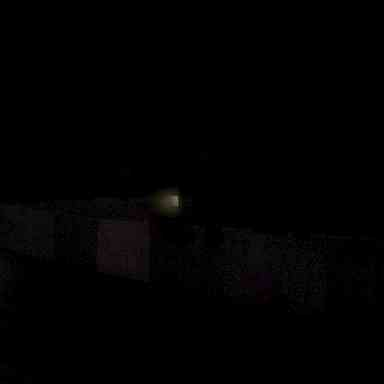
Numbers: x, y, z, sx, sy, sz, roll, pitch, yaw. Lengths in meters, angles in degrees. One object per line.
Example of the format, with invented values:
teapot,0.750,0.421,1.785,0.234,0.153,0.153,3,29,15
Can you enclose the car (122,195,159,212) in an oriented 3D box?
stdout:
car,-5.128,1.149,30.626,2.097,1.767,4.553,-2,-1,35
